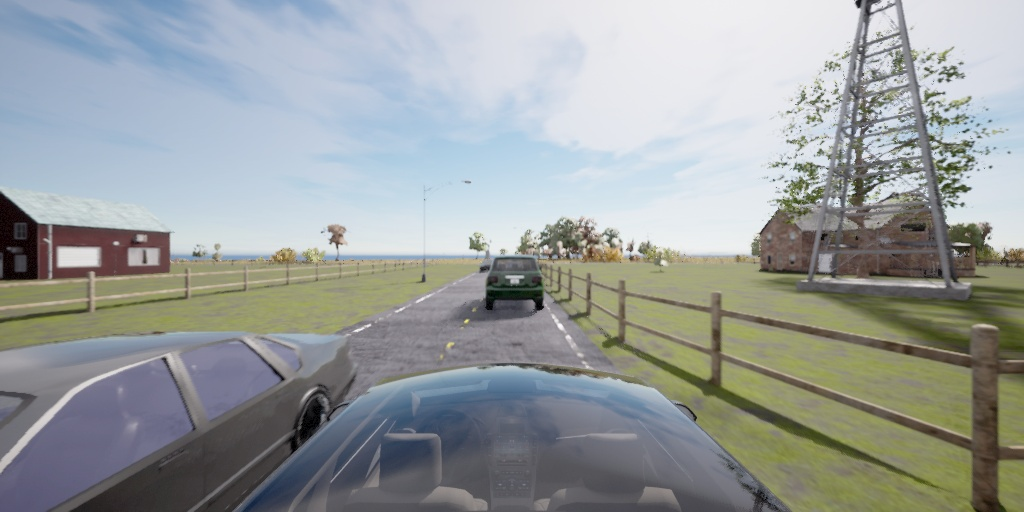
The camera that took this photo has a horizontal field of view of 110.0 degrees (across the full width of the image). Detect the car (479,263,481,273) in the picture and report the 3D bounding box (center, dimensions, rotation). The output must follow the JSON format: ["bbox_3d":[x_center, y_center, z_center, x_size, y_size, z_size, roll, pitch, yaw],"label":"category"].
[{"bbox_3d":[-2.860,1.199,43.397,1.882,1.535,5.008,0,0,0],"label":"car"}]

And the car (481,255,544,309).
[{"bbox_3d":[0.096,0.964,15.033,2.150,2.045,5.566,0,0,0],"label":"car"}]

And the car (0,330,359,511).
[{"bbox_3d":[-2.848,1.297,2.227,2.033,1.411,5.357,0,0,0],"label":"car"}]
